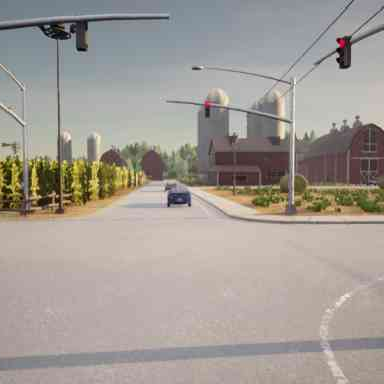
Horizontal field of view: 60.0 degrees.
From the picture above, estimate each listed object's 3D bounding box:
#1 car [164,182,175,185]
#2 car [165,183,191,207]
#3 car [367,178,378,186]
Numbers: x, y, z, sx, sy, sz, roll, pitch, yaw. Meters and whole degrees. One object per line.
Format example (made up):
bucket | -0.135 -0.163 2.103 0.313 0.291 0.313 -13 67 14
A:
car | -3.369 -0.839 52.889 2.128 1.511 4.902 0 3 -5
car | -1.127 0.332 27.659 1.882 1.535 5.008 0 3 -5
car | 42.328 -2.370 77.602 1.905 1.878 3.866 10 10 41
